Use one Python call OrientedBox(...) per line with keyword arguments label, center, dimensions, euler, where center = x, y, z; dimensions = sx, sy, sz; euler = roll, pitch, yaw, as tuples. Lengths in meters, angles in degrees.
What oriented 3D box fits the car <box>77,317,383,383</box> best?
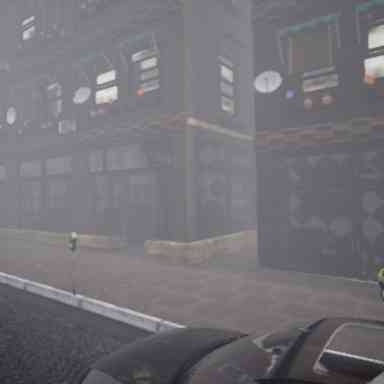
OrientedBox(label="car", center=(1.007, 1.551, 2.026), dimensions=(4.403, 1.369, 2.008), euler=(0, -1, 36))
